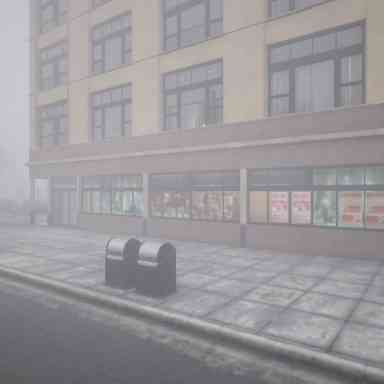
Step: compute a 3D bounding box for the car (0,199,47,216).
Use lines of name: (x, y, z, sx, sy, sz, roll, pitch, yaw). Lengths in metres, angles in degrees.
car: (-15.866, 1.547, 33.317, 2.033, 1.411, 5.357, 0, 0, 36)
